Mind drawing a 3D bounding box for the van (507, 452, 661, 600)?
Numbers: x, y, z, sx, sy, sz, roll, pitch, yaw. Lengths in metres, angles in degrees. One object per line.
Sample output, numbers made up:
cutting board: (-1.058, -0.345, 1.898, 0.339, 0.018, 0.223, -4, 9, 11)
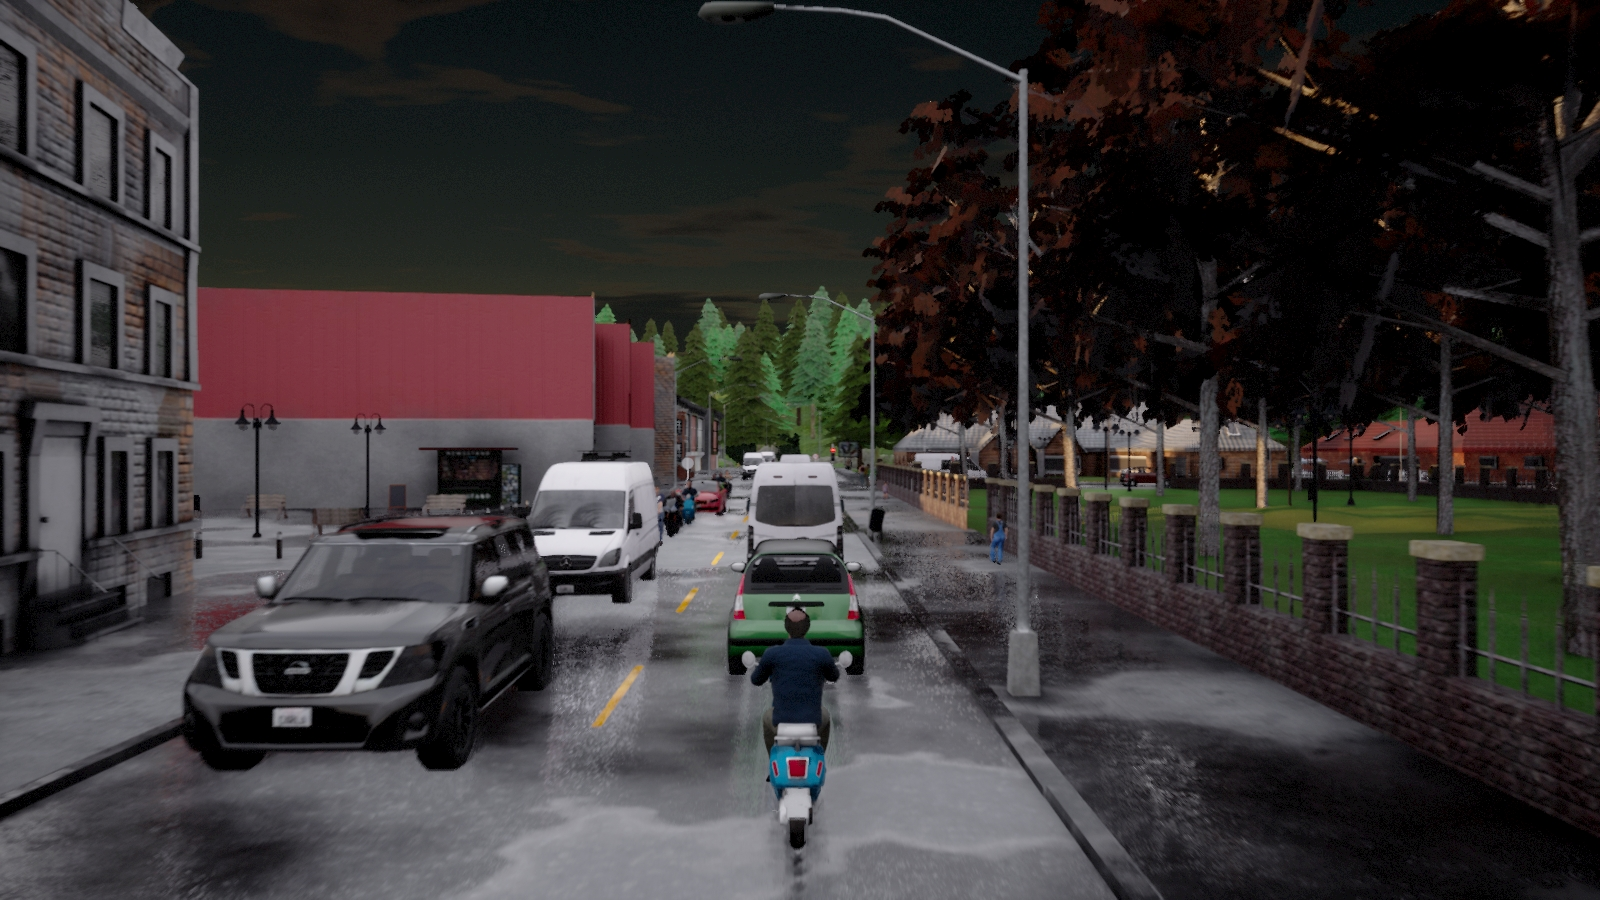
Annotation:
van: (-4.102, 1.315, 22.768, 1.988, 2.561, 5.915, 0, 0, 0)

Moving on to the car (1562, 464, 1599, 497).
car: (45.013, 1.686, 63.615, 2.097, 1.767, 4.553, 0, 0, 0)

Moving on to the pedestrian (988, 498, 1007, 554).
pedestrian: (4.684, 1.806, 27.050, 0.375, 1.300, 0.375, 0, 0, -1)

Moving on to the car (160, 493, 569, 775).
car: (-4.010, 1.562, 11.836, 2.150, 2.045, 5.566, 0, 0, 0)

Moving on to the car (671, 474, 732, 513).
car: (-4.203, 1.842, 49.567, 2.231, 1.480, 4.892, 0, 0, 0)

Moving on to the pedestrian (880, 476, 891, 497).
pedestrian: (4.479, 1.905, 59.787, 0.500, 1.100, 0.500, 0, 0, -5)

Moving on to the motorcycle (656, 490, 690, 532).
motorcycle: (-4.156, 1.985, 37.517, 0.867, 1.251, 2.209, 0, 0, 0)

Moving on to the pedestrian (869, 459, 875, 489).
pedestrian: (4.520, 1.523, 71.532, 0.375, 1.860, 0.375, 0, 0, 0)

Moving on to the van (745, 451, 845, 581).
van: (-0.115, 1.314, 25.547, 1.988, 2.561, 5.915, 0, 0, 0)

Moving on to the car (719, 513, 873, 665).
car: (-0.057, 1.779, 15.731, 1.851, 1.617, 3.988, 0, 0, 0)
